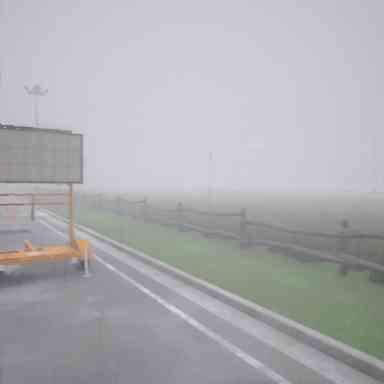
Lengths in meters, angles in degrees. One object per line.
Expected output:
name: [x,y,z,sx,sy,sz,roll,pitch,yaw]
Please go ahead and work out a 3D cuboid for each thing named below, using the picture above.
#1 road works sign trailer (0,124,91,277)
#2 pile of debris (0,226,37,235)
road works sign trailer: [-4.044,0.178,8.426,2.380,3.560,2.880,0,2,-33]
pile of debris: [-7.833,1.671,14.369,1.860,0.140,1.500,0,2,-33]
